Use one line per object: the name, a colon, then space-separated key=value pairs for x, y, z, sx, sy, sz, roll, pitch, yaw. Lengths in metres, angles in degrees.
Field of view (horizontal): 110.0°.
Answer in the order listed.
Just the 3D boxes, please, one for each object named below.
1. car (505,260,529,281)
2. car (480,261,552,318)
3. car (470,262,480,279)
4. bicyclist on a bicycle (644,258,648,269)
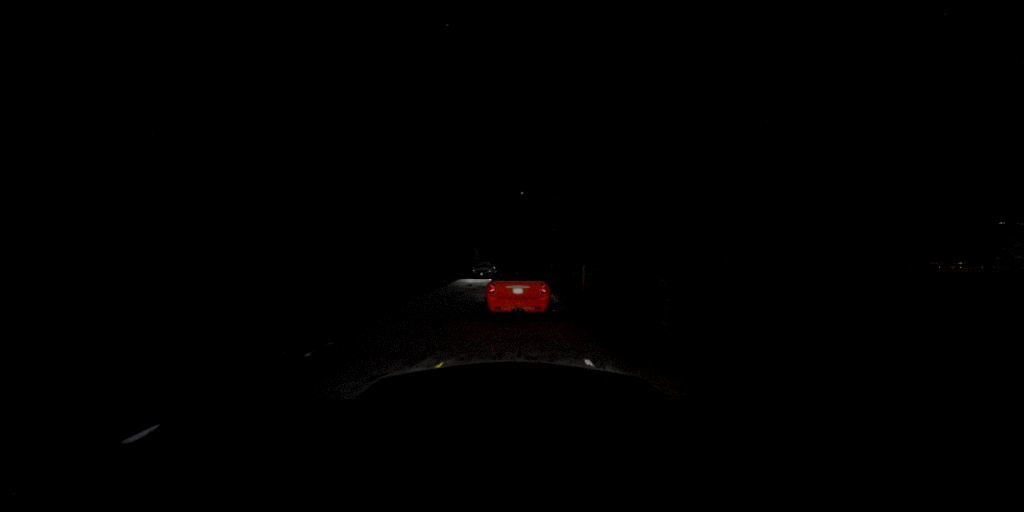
car: x=0.420 y=1.166 z=30.030 sx=1.882 sy=1.535 sz=5.008 roll=0 pitch=0 yaw=1
car: x=0.211 y=1.066 z=12.952 sx=2.097 sy=1.767 sz=4.553 roll=0 pitch=0 yaw=1
car: x=-2.496 y=1.209 z=32.059 sx=1.812 sy=1.442 sz=4.674 roll=0 pitch=0 yaw=1
bicyclist on a bicycle: x=20.542 y=1.122 z=55.176 sx=0.582 sy=1.620 sz=1.656 roll=0 pitch=0 yaw=1
